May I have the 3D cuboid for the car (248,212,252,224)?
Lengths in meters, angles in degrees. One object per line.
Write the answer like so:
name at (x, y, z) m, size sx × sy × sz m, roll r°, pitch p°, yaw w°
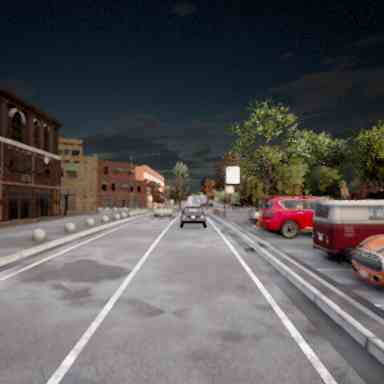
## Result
car at (6.200, 1.556, 20.064) m, size 5.008 × 1.535 × 2.097 m, roll 0°, pitch -1°, yaw -1°

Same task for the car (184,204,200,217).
car at (0.049, 2.221, 40.180) m, size 1.812 × 1.442 × 4.674 m, roll 0°, pitch -2°, yaw 0°

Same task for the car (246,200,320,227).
car at (6.194, 1.471, 23.101) m, size 4.553 × 1.767 × 2.185 m, roll 0°, pitch -1°, yaw -1°

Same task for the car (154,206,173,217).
car at (-3.300, 2.234, 38.485) m, size 1.895 × 1.301 × 4.718 m, roll 0°, pitch -2°, yaw 0°

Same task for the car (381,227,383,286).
car at (6.122, 1.457, 5.001) m, size 5.366 × 1.575 × 1.946 m, roll 0°, pitch 0°, yaw 0°

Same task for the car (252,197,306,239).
car at (6.255, 1.267, 17.150) m, size 5.566 × 2.045 × 2.435 m, roll 0°, pitch 0°, yaw 0°

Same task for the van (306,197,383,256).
van at (6.387, 1.248, 10.958) m, size 4.442 × 1.987 × 1.878 m, roll 0°, pitch 0°, yaw 0°

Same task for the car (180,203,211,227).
car at (0.072, 1.747, 24.272) m, size 2.033 × 1.411 × 5.357 m, roll 0°, pitch -1°, yaw 0°

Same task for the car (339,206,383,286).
car at (6.320, 1.335, 7.920) m, size 4.553 × 1.767 × 2.185 m, roll 0°, pitch 0°, yaw 0°
